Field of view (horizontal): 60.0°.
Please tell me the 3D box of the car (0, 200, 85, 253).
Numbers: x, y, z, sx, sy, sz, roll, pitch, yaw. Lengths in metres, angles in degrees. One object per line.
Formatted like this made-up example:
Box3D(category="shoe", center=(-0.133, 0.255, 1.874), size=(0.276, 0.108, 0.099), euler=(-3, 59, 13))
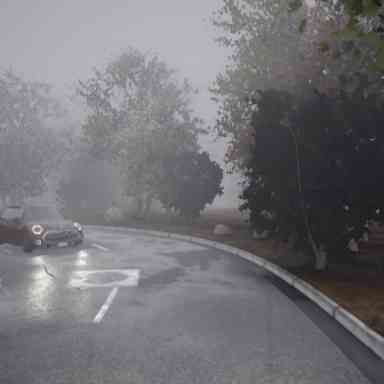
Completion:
Box3D(category="car", center=(-6.372, 1.361, 13.761), size=(4.553, 1.767, 2.097), euler=(-1, -1, 43))
